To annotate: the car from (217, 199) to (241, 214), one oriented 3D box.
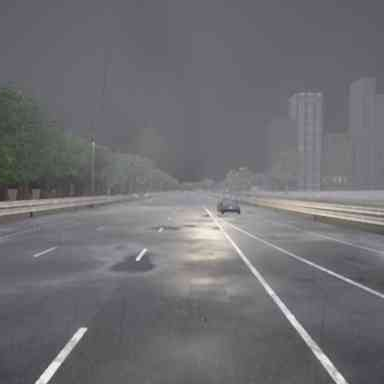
[{"bbox_3d":[3.657,1.439,33.639,1.994,1.385,4.181,0,0,-2],"label":"car"}]
